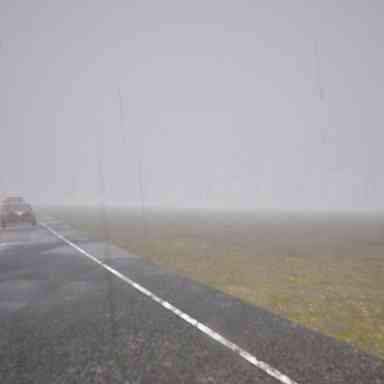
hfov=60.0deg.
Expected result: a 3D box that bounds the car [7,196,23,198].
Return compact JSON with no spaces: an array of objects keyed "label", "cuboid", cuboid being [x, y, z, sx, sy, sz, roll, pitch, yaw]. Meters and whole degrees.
[{"label":"car","cuboid":[-20.379,1.545,38.296,2.150,2.045,5.566,0,-1,-28]}]

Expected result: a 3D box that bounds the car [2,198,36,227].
[{"label":"car","cuboid":[-12.827,1.546,24.599,2.097,1.767,4.553,0,-1,-29]}]
